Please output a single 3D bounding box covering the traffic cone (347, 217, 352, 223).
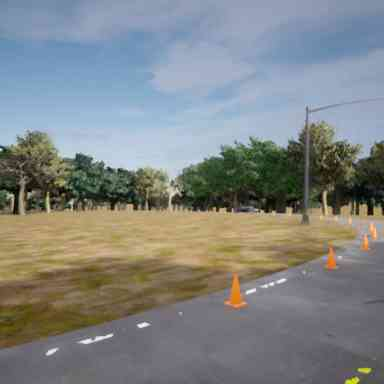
[{"bbox_3d":[14.661,2.556,30.875,0.340,0.580,0.340,1,-2,12],"label":"traffic cone"}]

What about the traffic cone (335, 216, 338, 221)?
[{"bbox_3d":[15.370,2.747,35.536,0.340,0.580,0.340,2,-2,6],"label":"traffic cone"}]

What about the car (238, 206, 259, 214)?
[{"bbox_3d":[10.883,3.412,64.557,2.128,1.511,4.902,3,-3,-31],"label":"car"}]

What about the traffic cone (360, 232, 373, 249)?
[{"bbox_3d":[7.142,2.038,13.708,0.340,0.580,0.340,1,0,36],"label":"traffic cone"}]

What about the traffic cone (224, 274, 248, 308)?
[{"bbox_3d":[0.879,1.949,6.661,0.340,0.580,0.340,0,0,-42],"label":"traffic cone"}]

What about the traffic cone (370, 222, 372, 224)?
[{"bbox_3d":[11.803,2.245,21.898,0.340,0.580,0.340,1,-1,24],"label":"traffic cone"}]

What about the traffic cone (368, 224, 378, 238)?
[{"bbox_3d":[9.688,2.127,17.682,0.340,0.580,0.340,1,-1,30],"label":"traffic cone"}]

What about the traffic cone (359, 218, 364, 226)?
[{"bbox_3d":[13.467,2.388,26.312,0.340,0.580,0.340,1,-2,18],"label":"traffic cone"}]

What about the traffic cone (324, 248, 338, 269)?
[{"bbox_3d":[4.195,1.978,10.021,0.340,0.580,0.340,1,0,42],"label":"traffic cone"}]

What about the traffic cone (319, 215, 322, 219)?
[{"bbox_3d":[15.589,2.945,40.245,0.340,0.580,0.340,2,-2,0],"label":"traffic cone"}]
